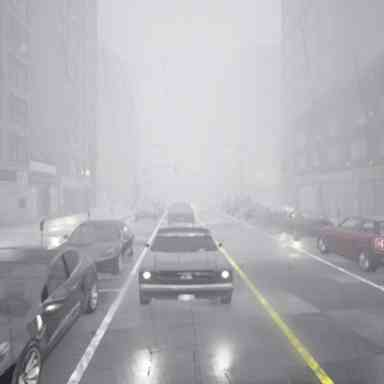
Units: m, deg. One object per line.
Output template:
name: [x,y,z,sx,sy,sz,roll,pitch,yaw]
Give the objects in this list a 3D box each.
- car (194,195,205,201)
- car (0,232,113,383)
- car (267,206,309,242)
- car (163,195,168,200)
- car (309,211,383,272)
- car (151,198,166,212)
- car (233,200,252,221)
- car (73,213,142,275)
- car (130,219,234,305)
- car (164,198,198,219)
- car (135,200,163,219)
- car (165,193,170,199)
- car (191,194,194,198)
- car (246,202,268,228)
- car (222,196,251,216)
car: [2.193,1.508,82.224,1.967,1.590,4.097,0,0,-4]
car: [-2.613,1.566,4.887,1.947,1.339,4.313,0,0,-3]
car: [5.413,1.564,16.317,2.008,1.369,4.403,0,0,-3]
car: [-4.087,1.454,38.005,1.967,1.590,4.097,0,0,-3]
car: [5.658,1.451,10.799,1.967,1.590,4.097,0,0,-3]
car: [-3.842,1.578,32.486,1.947,1.339,4.313,0,0,-3]
car: [4.921,1.584,27.353,1.947,1.339,4.313,0,0,-3]
car: [-2.858,1.568,10.407,1.947,1.339,4.313,0,0,-3]
car: [-0.201,1.605,8.247,1.895,1.301,4.718,0,0,-3]
car: [-0.806,1.488,24.284,1.882,1.535,5.008,0,0,-3]
car: [-3.596,1.591,26.966,1.802,1.307,4.206,0,0,-3]
car: [-7.065,1.516,92.951,1.967,1.590,4.097,0,0,-4]
car: [1.442,1.666,93.508,1.802,1.307,4.206,0,0,-4]
car: [5.167,1.566,21.835,2.008,1.369,4.403,0,0,-3]
car: [4.676,1.335,32.872,2.192,1.841,5.009,0,0,-3]
